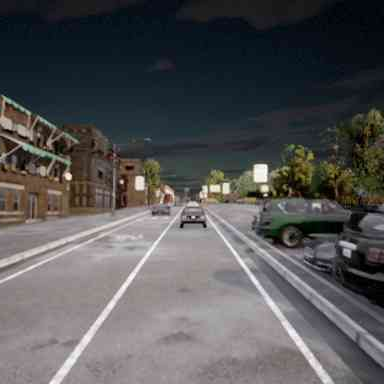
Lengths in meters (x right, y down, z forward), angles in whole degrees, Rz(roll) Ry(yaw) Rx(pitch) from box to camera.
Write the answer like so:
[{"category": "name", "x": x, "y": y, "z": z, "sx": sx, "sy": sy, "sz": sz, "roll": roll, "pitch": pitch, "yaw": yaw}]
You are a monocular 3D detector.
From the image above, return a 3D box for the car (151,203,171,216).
[{"category": "car", "x": -3.361, "y": 1.963, "z": 37.119, "sx": 1.994, "sy": 1.385, "sz": 4.181, "roll": 0, "pitch": -1, "yaw": 0}]

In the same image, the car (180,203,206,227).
[{"category": "car", "x": 0.089, "y": 1.762, "z": 24.493, "sx": 2.033, "sy": 1.411, "sz": 5.357, "roll": 0, "pitch": -1, "yaw": 0}]

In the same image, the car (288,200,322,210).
[{"category": "car", "x": 18.675, "y": 2.115, "z": 55.192, "sx": 4.892, "sy": 1.521, "sz": 2.231, "roll": 0, "pitch": -1, "yaw": 0}]

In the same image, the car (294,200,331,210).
[{"category": "car", "x": 18.686, "y": 2.067, "z": 51.919, "sx": 5.008, "sy": 1.535, "sz": 2.097, "roll": 0, "pitch": -1, "yaw": 0}]

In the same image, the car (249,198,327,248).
[{"category": "car", "x": 5.618, "y": 1.312, "z": 14.729, "sx": 5.566, "sy": 2.045, "sz": 2.435, "roll": 0, "pitch": 0, "yaw": 0}]

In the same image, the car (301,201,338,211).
[{"category": "car", "x": 18.677, "y": 2.062, "z": 48.771, "sx": 4.674, "sy": 1.452, "sz": 2.002, "roll": 0, "pitch": -1, "yaw": 0}]

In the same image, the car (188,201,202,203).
[{"category": "car", "x": 0.093, "y": 1.995, "z": 41.909, "sx": 1.812, "sy": 1.442, "sz": 4.674, "roll": 0, "pitch": -1, "yaw": 0}]

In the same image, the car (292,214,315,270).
[{"category": "car", "x": 5.597, "y": 1.517, "z": 9.123, "sx": 4.892, "sy": 1.521, "sz": 2.231, "roll": 0, "pitch": 0, "yaw": 0}]

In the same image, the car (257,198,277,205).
[{"category": "car", "x": 18.719, "y": 2.383, "z": 82.803, "sx": 4.553, "sy": 1.767, "sz": 2.185, "roll": 0, "pitch": -1, "yaw": 0}]

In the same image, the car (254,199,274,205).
[{"category": "car", "x": 18.647, "y": 2.595, "z": 85.971, "sx": 4.674, "sy": 1.452, "sz": 2.002, "roll": 0, "pitch": -1, "yaw": 0}]

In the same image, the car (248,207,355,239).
[{"category": "car", "x": 5.584, "y": 1.592, "z": 17.528, "sx": 4.892, "sy": 1.521, "sz": 2.231, "roll": 0, "pitch": -1, "yaw": 0}]

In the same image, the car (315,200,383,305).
[{"category": "car", "x": 5.620, "y": 1.248, "z": 6.319, "sx": 5.566, "sy": 2.045, "sz": 2.435, "roll": 0, "pitch": 0, "yaw": 0}]

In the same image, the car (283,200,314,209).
[{"category": "car", "x": 18.679, "y": 2.201, "z": 58.468, "sx": 4.674, "sy": 1.452, "sz": 2.002, "roll": 0, "pitch": -1, "yaw": 0}]
